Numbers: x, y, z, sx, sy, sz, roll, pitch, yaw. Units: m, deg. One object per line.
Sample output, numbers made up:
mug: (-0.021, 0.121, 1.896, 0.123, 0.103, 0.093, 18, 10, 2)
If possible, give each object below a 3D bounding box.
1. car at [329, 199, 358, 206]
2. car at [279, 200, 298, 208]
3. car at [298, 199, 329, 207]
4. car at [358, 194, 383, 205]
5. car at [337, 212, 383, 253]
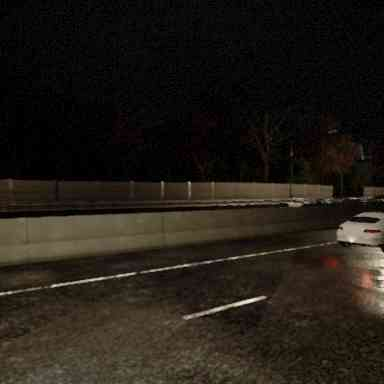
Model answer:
car: (18.325, 1.579, 38.550, 4.674, 1.442, 1.812, 0, 0, -35)
car: (13.537, 1.653, 43.729, 4.718, 1.301, 1.895, 0, 0, -35)
car: (15.564, 1.653, 40.878, 4.718, 1.301, 1.895, 0, 0, -35)
car: (20.768, 1.276, 35.991, 5.566, 2.045, 2.150, 0, 0, -35)
car: (7.759, 1.543, 13.581, 4.674, 1.442, 1.812, 0, 0, -35)
